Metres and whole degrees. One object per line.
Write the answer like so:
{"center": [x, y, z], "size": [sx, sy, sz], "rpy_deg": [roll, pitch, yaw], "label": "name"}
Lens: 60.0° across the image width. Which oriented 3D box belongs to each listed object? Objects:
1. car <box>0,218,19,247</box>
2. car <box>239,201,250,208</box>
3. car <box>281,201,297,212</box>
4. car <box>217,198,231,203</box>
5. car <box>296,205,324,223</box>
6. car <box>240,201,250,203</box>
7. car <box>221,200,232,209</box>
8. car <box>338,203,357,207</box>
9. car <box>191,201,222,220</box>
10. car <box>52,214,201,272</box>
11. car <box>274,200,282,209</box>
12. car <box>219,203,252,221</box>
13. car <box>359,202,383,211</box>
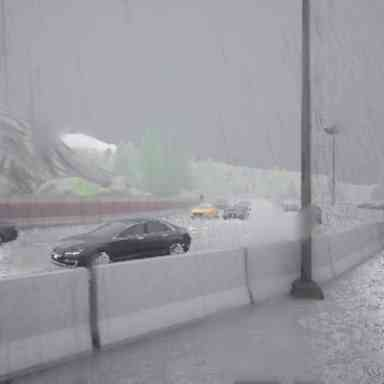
{"center": [-10.039, 1.688, 14.012], "size": [4.892, 1.490, 1.837], "rpy_deg": [1, 0, -36], "label": "car"}
{"center": [10.548, 2.479, 67.056], "size": [2.033, 1.411, 5.357], "rpy_deg": [0, -1, 8], "label": "car"}
{"center": [15.210, 2.399, 50.825], "size": [1.994, 1.385, 4.181], "rpy_deg": [0, -1, 9], "label": "car"}
{"center": [4.703, 2.034, 51.687], "size": [2.150, 2.045, 5.566], "rpy_deg": [0, -1, 8], "label": "car"}
{"center": [11.181, 2.015, 31.201], "size": [2.128, 1.511, 4.902], "rpy_deg": [0, -1, 19], "label": "car"}
{"center": [8.270, 2.178, 51.846], "size": [2.097, 1.767, 4.553], "rpy_deg": [0, -1, 8], "label": "car"}
{"center": [7.028, 2.487, 67.174], "size": [2.128, 1.511, 4.902], "rpy_deg": [0, -1, 8], "label": "car"}
{"center": [26.907, 2.583, 57.917], "size": [1.895, 1.301, 4.718], "rpy_deg": [0, -1, 8], "label": "car"}
{"center": [1.384, 2.023, 34.795], "size": [1.882, 1.535, 5.008], "rpy_deg": [0, -1, 18], "label": "car"}
{"center": [-2.188, 1.675, 11.389], "size": [4.892, 1.490, 1.837], "rpy_deg": [1, 0, -42], "label": "car"}
{"center": [17.500, 2.436, 66.221], "size": [1.837, 1.490, 4.892], "rpy_deg": [0, -1, 8], "label": "car"}
{"center": [4.453, 2.093, 33.078], "size": [1.994, 1.385, 4.181], "rpy_deg": [0, -1, 20], "label": "car"}
{"center": [30.367, 2.479, 57.388], "size": [2.128, 1.511, 4.902], "rpy_deg": [0, -1, 8], "label": "car"}
